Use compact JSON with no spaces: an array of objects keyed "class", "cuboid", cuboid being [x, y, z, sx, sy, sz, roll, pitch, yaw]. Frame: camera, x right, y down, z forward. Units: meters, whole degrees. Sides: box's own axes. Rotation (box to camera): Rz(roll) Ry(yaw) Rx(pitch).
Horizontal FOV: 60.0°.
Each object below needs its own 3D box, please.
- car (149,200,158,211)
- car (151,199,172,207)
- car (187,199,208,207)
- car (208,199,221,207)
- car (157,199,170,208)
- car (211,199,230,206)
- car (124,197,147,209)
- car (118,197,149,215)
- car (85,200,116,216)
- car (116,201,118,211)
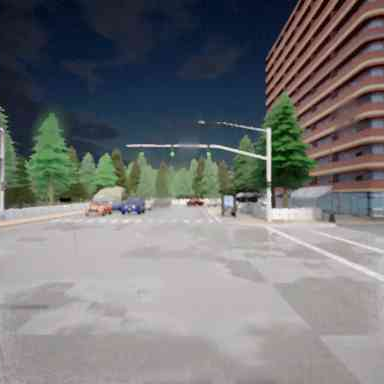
[{"class":"car","cuboid":[-6.894,2.157,50.328,1.895,1.301,4.718,0,-1,2]},{"class":"car","cuboid":[-6.305,2.290,69.417,2.128,1.511,4.902,0,-1,23]},{"class":"car","cuboid":[0.816,2.230,68.070,1.882,1.535,5.008,0,-1,30]},{"class":"car","cuboid":[4.759,2.350,68.010,1.895,1.301,4.718,0,-1,30]},{"class":"car","cuboid":[-5.607,2.019,60.383,2.097,1.767,4.553,0,-1,13]},{"class":"car","cuboid":[6.634,2.368,76.458,1.812,1.442,4.674,-1,-1,44]},{"class":"car","cuboid":[-9.702,1.858,57.738,2.150,2.045,5.566,0,0,9]},{"class":"car","cuboid":[-7.058,1.670,40.569,2.150,2.045,5.566,0,-1,0]},{"class":"car","cuboid":[-10.553,1.771,37.876,2.097,1.767,4.553,0,-1,0]},{"class":"car","cuboid":[-10.433,1.997,46.972,1.882,1.535,5.008,0,-1,1]}]
